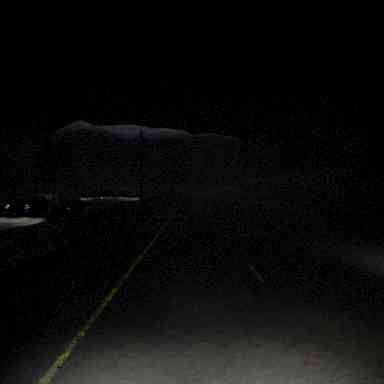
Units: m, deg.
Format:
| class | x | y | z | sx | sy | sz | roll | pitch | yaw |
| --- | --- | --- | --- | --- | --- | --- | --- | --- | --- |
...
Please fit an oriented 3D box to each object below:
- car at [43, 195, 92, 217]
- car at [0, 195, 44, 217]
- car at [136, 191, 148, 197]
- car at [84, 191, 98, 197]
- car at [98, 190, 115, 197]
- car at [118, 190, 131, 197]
| class | x | y | z | sx | sy | sz | roll | pitch | yaw |
| --- | --- | --- | --- | --- | --- | --- | --- | --- | --- |
| car | -10.563 | 1.272 | 28.625 | 1.882 | 1.535 | 5.008 | 0 | 1 | 0 |
| car | -14.066 | 1.146 | 28.665 | 2.097 | 1.767 | 4.553 | 0 | 1 | 0 |
| car | -10.463 | 0.380 | 69.621 | 1.895 | 1.301 | 4.718 | 0 | 2 | 0 |
| car | -20.963 | 0.381 | 69.626 | 1.895 | 1.301 | 4.718 | 0 | 2 | 0 |
| car | -17.463 | 0.325 | 69.653 | 2.033 | 1.411 | 5.357 | 0 | 2 | 0 |
| car | -13.963 | 0.324 | 69.651 | 2.033 | 1.411 | 5.357 | 0 | 2 | 0 |
